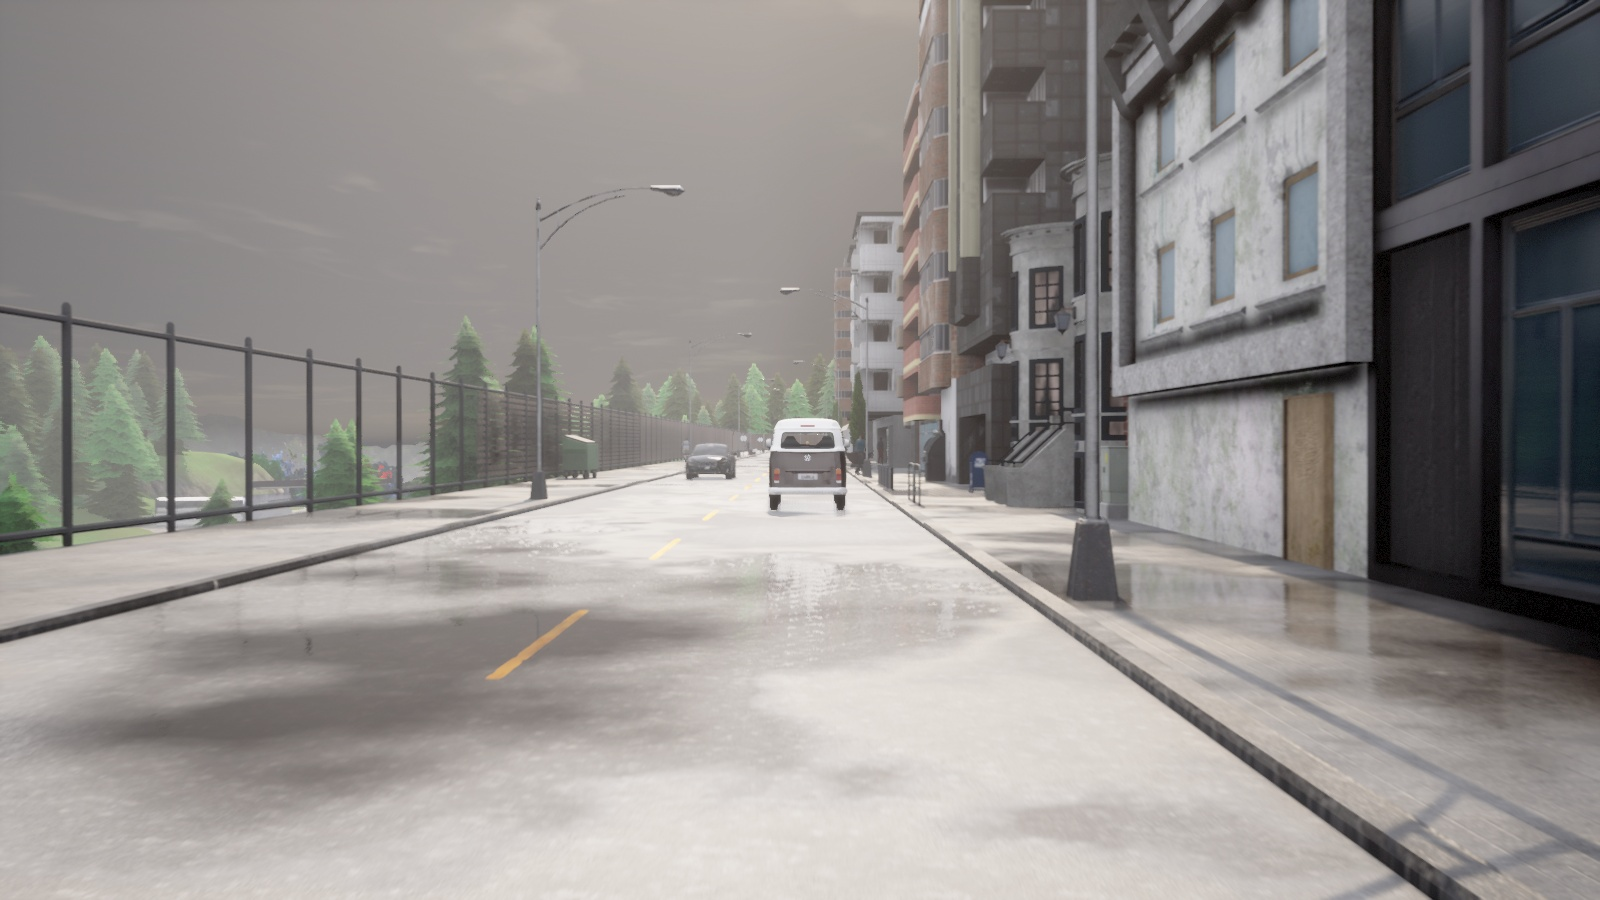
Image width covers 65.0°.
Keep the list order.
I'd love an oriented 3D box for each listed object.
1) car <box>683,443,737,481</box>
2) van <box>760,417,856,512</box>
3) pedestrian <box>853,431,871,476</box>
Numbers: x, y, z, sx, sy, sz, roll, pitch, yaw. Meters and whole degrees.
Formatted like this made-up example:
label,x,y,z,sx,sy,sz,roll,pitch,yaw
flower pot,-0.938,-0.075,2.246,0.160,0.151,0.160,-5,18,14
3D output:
label,x,y,z,sx,sy,sz,roll,pitch,yaw
car,-3.692,0.454,52.238,1.837,1.490,4.892,0,0,0
van,0.179,0.305,29.359,2.069,2.038,4.480,0,0,0
pedestrian,2.715,0.148,55.091,0.396,1.930,0.692,0,0,-41
